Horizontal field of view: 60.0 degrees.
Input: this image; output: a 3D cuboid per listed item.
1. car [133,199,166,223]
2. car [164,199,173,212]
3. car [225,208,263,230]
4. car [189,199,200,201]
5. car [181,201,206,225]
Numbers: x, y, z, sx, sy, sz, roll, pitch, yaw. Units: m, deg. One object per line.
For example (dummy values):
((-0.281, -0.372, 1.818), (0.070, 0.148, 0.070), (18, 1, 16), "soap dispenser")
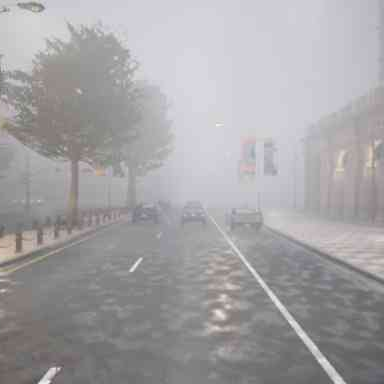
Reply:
((-3.395, 1.562, 26.102), (1.882, 1.535, 5.008), (0, -1, 0), "car")
((-3.392, 1.609, 40.897), (1.882, 1.535, 5.008), (0, 0, 0), "car")
((3.253, 1.665, 21.756), (1.895, 1.301, 4.718), (0, 0, 0), "car")
((0.345, 1.634, 39.948), (1.837, 1.490, 4.892), (0, 0, 3), "car")
((0.105, 1.628, 25.067), (2.033, 1.411, 5.357), (0, 0, 0), "car")
